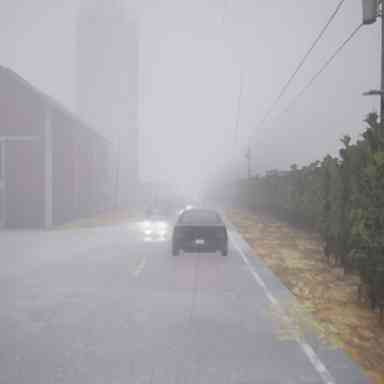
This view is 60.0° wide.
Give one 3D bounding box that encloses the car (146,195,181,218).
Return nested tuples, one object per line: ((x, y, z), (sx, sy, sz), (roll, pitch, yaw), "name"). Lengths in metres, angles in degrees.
((-2.525, 1.313, 27.678), (2.128, 1.511, 4.902), (0, 0, 5), "car")

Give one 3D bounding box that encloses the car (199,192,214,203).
((2.805, 1.109, 59.495), (2.128, 1.511, 4.902), (0, 0, -1), "car")

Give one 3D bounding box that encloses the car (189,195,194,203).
((-0.802, 1.158, 51.583), (2.128, 1.511, 4.902), (0, 1, 3), "car")

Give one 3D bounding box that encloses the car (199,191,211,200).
((2.616, 0.738, 69.601), (2.097, 1.767, 4.553), (0, 0, -4), "car")

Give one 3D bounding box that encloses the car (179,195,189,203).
((-1.823, 1.110, 37.596), (2.097, 1.767, 4.553), (0, 0, 4), "car")

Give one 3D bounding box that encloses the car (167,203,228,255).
((0.311, 1.394, 12.887), (1.882, 1.535, 5.008), (0, 0, 2), "car")
